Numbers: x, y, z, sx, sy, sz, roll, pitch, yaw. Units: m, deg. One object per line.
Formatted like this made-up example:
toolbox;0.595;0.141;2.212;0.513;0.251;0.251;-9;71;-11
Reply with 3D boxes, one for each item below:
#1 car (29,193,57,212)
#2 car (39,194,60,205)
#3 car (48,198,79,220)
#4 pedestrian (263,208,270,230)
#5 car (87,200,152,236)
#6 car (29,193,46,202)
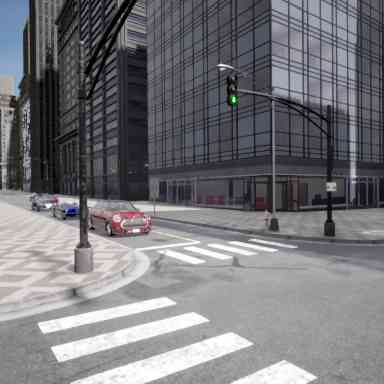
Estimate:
car;-15.446;1.179;34.669;2.128;1.511;4.902;-1;1;-34
car;-20.585;1.063;47.886;1.994;1.385;4.181;-1;1;-34
car;-9.616;1.390;26.083;1.895;1.301;4.718;-1;1;-34
pedestrian;3.894;1.374;17.302;0.500;1.100;0.500;0;0;-34
car;-3.931;1.234;17.708;2.097;1.767;4.553;-1;1;-34
car;-26.145;0.884;56.046;1.837;1.490;4.892;-1;1;-34
